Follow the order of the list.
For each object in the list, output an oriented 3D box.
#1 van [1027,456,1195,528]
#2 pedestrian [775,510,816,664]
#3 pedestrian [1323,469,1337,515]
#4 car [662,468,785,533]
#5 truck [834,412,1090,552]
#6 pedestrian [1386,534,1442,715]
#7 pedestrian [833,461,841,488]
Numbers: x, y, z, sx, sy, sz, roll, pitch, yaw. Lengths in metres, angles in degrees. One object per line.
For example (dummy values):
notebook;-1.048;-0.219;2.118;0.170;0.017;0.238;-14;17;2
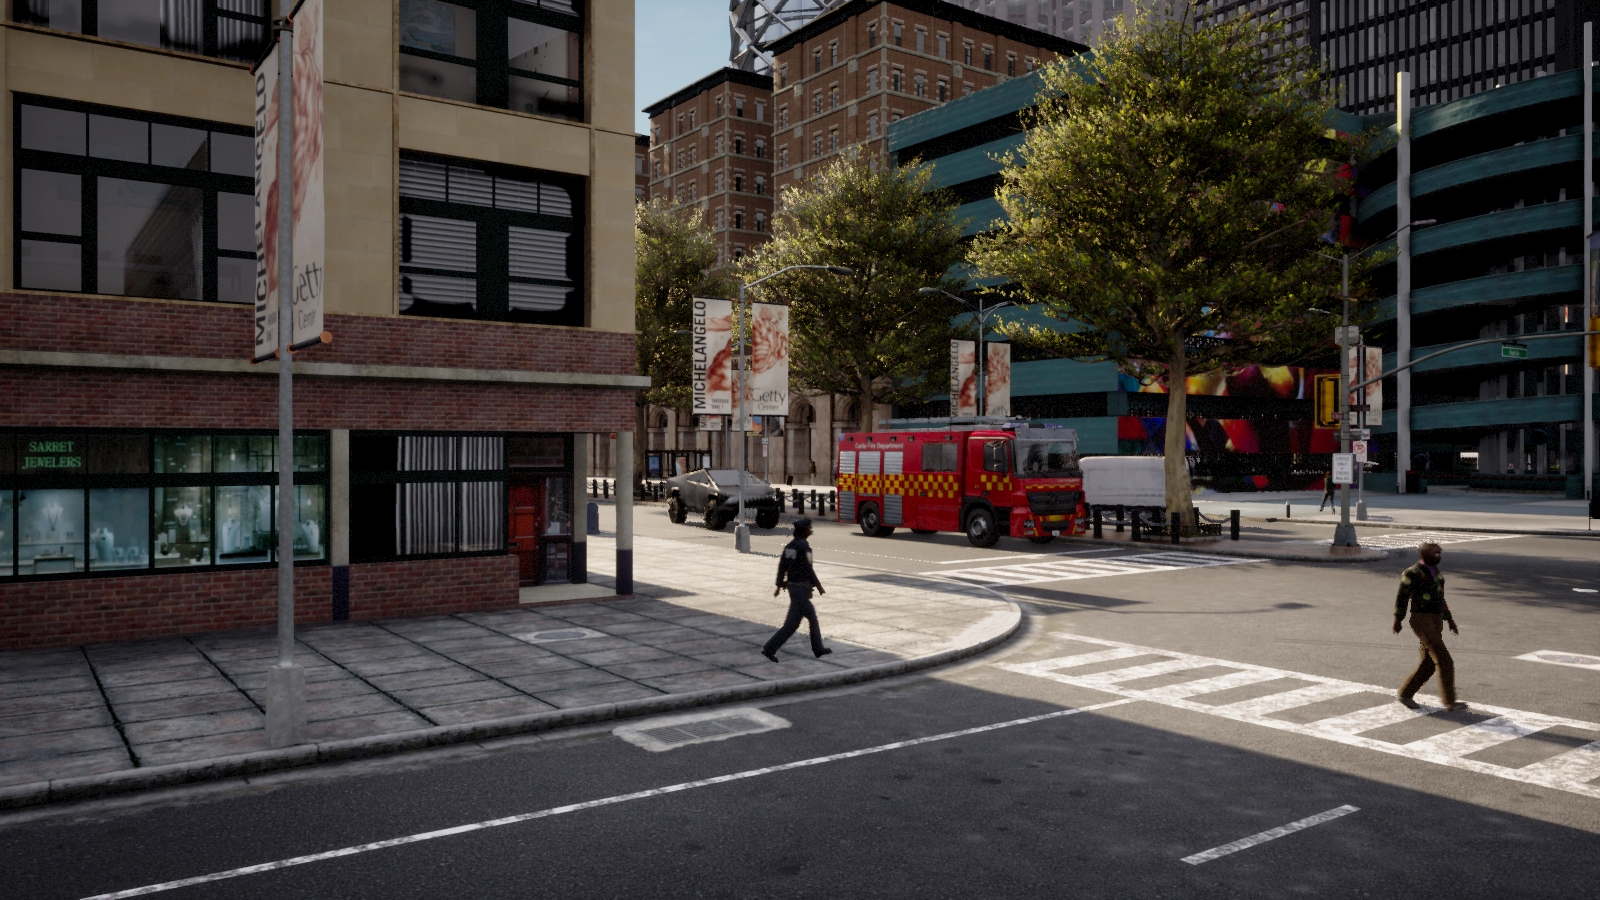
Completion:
van;11.791;1.521;43.644;5.915;2.561;1.988;0;0;42
pedestrian;-0.055;1.693;14.235;0.375;1.860;0.375;0;0;-31
pedestrian;21.352;1.679;46.033;0.375;1.860;0.375;0;0;-9
car;-2.926;1.745;41.794;2.390;2.098;6.274;0;0;-25
truck;4.745;0.881;35.550;2.891;3.827;8.468;0;0;-35
pedestrian;6.554;1.844;12.196;0.375;1.860;0.375;0;0;-24
pedestrian;2.535;1.680;77.807;0.375;1.860;0.375;0;0;-37
